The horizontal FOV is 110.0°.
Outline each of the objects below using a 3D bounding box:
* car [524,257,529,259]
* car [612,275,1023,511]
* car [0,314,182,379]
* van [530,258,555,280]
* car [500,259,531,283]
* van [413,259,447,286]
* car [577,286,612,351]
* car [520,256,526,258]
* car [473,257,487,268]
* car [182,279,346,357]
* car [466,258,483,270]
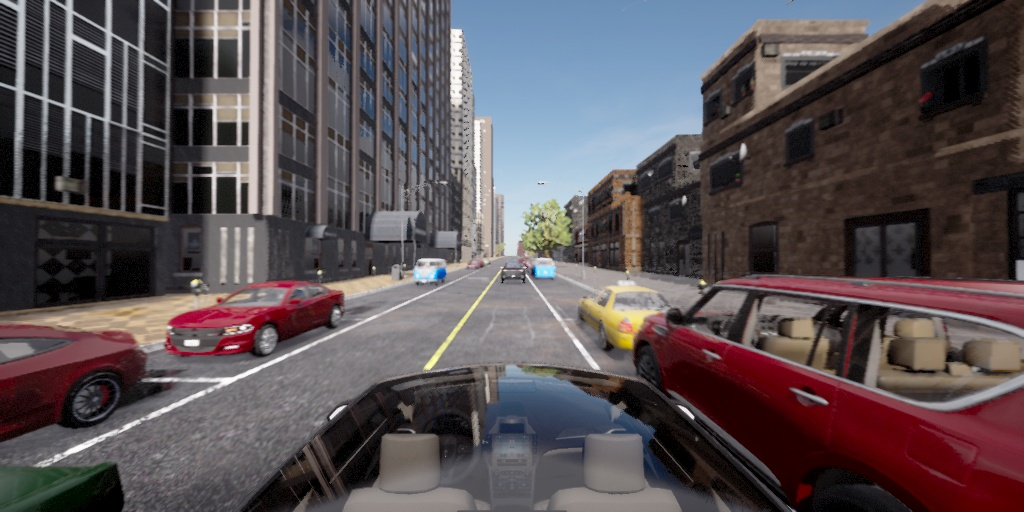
[{"bbox_3d":[2.678,1.178,41.893,1.967,1.591,4.097,0,0,0],"label":"car"},{"bbox_3d":[2.691,1.065,3.068,2.192,1.841,5.009,0,0,0],"label":"car"},{"bbox_3d":[-5.690,1.333,3.064,1.802,1.307,4.207,0,0,0],"label":"car"},{"bbox_3d":[2.682,1.086,30.801,1.690,1.789,3.998,0,0,0],"label":"van"},{"bbox_3d":[0.092,1.238,27.933,2.128,1.511,4.902,0,0,0],"label":"car"},{"bbox_3d":[-5.697,1.089,25.251,1.690,1.789,3.998,0,0,0],"label":"van"},{"bbox_3d":[2.689,1.277,8.785,1.751,1.417,4.829,0,0,0],"label":"car"},{"bbox_3d":[2.671,1.240,64.249,1.751,1.417,4.829,0,0,0],"label":"car"},{"bbox_3d":[-5.708,1.036,58.528,2.192,1.841,5.009,0,0,0],"label":"car"},{"bbox_3d":[-5.691,1.297,8.611,1.888,1.381,4.507,0,0,0],"label":"car"},{"bbox_3d":[-5.706,1.310,52.982,1.802,1.307,4.207,0,0,0],"label":"car"}]
